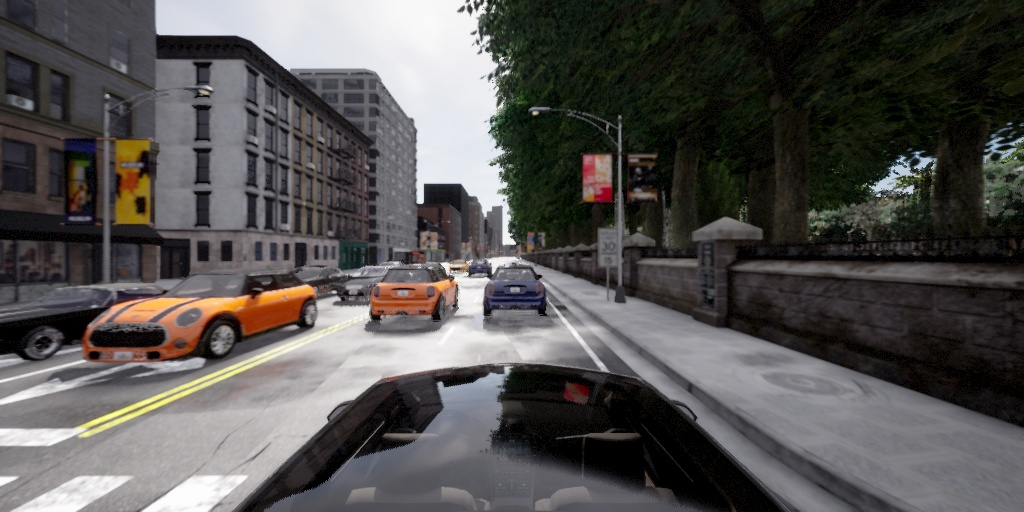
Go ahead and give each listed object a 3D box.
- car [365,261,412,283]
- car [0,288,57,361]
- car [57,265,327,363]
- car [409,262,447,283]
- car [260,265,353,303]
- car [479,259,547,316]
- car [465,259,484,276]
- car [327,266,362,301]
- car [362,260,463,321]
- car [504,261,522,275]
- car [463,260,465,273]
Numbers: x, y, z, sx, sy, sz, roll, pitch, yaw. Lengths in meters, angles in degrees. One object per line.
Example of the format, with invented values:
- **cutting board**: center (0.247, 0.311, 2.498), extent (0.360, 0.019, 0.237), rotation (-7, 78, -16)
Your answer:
- **car**: center (-9.834, 1.233, 29.037), extent (2.128, 1.511, 4.902), rotation (0, 0, 0)
- **car**: center (-9.843, 1.349, 8.412), extent (1.895, 1.301, 4.718), rotation (0, 0, 0)
- **car**: center (-6.593, 1.100, 8.328), extent (2.097, 1.767, 4.553), rotation (0, 0, 0)
- **car**: center (-6.585, 1.247, 28.719), extent (1.837, 1.490, 4.892), rotation (0, 0, 0)
- **car**: center (-9.843, 1.250, 17.726), extent (1.837, 1.490, 4.892), rotation (0, 0, 0)
- **car**: center (0.097, 1.099, 13.583), extent (2.097, 1.767, 4.553), rotation (0, 0, 0)
- **car**: center (-3.157, 1.090, 36.482), extent (2.097, 1.767, 4.553), rotation (0, 0, 0)
- **car**: center (-6.594, 1.237, 17.351), extent (2.128, 1.511, 4.902), rotation (0, 0, 0)
- **car**: center (-3.154, 1.099, 12.522), extent (2.097, 1.767, 4.553), rotation (0, 0, 0)
- **car**: center (0.092, 1.263, 39.094), extent (1.812, 1.442, 4.674), rotation (0, 0, 0)
- **car**: center (-6.510, 1.249, 44.145), extent (1.882, 1.535, 5.008), rotation (0, 0, 0)
